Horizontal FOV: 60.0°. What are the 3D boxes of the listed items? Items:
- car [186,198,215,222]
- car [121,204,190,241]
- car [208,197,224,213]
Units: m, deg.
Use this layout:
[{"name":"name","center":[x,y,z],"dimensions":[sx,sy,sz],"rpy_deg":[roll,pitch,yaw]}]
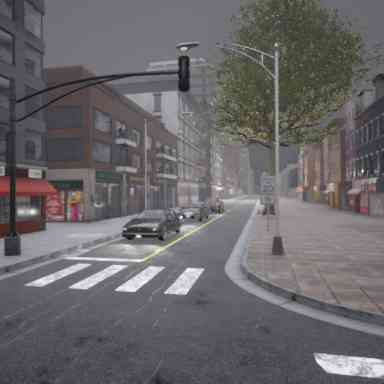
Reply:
[{"name":"car","center":[0.225,1.492,26.753],"dimensions":[2.128,1.511,4.902],"rpy_deg":[0,0,12]},{"name":"car","center":[-1.809,1.557,17.209],"dimensions":[2.033,1.411,5.357],"rpy_deg":[0,0,12]},{"name":"car","center":[2.307,1.346,36.497],"dimensions":[2.097,1.767,4.553],"rpy_deg":[0,0,12]}]
